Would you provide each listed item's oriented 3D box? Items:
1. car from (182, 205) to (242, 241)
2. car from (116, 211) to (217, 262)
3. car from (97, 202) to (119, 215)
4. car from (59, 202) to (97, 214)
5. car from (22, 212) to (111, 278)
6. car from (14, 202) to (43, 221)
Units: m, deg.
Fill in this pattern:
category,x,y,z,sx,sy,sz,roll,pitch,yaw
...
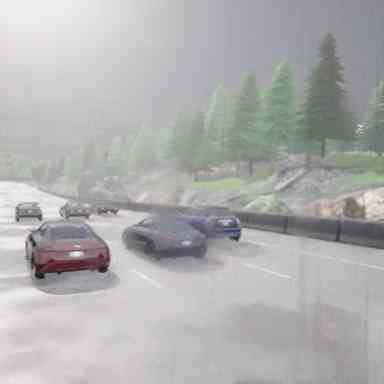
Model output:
category,x,y,z,sx,sy,sz,roll,pitch,yaw
car,0.455,1.433,16.756,2.097,1.767,4.553,1,0,-29
car,-1.143,1.602,12.448,1.994,1.385,4.181,1,0,-29
car,-8.927,1.616,33.451,1.895,1.301,4.718,1,0,-29
car,-9.955,1.524,28.138,2.033,1.411,5.357,1,0,-29
car,-3.929,1.551,10.261,1.994,1.385,4.181,1,0,-29
car,-12.895,1.472,26.227,2.033,1.411,5.357,1,0,-29
